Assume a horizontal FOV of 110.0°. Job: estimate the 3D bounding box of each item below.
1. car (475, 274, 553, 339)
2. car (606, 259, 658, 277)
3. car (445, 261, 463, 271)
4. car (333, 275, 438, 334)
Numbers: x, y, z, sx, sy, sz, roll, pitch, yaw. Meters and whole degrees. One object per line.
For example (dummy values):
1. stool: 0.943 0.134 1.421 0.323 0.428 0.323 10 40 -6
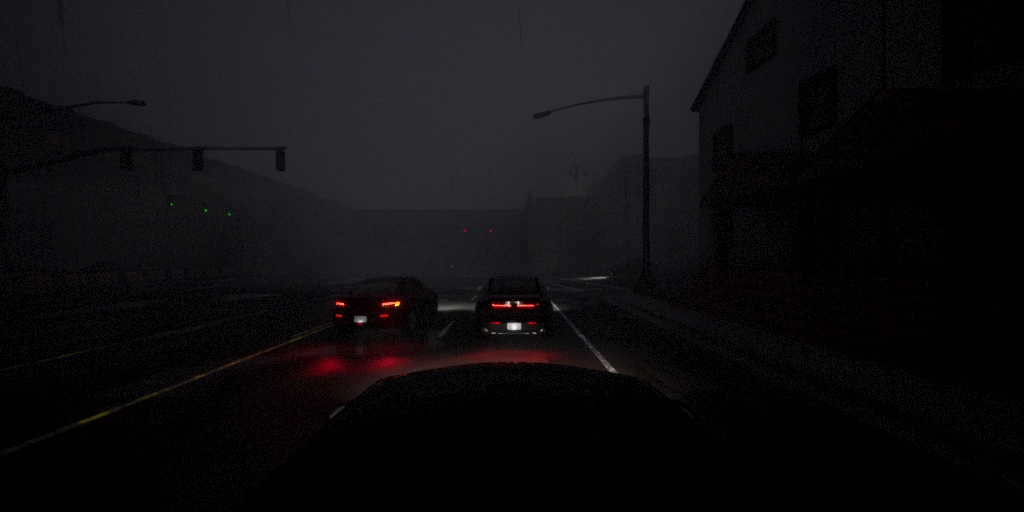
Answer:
1. car: 0.043 1.255 10.068 1.837 1.490 4.892 0 0 0
2. car: 10.143 0.945 30.426 4.181 1.385 1.994 -6 0 -1
3. car: -7.802 1.312 47.999 1.994 1.385 4.181 0 0 -2
4. car: -3.453 1.275 10.483 1.812 1.442 4.674 0 0 0
